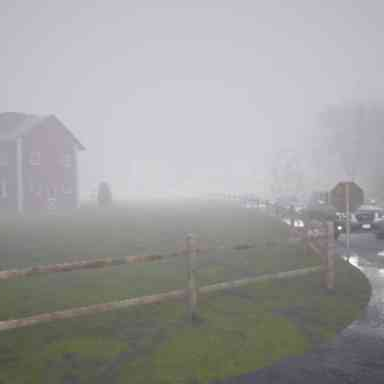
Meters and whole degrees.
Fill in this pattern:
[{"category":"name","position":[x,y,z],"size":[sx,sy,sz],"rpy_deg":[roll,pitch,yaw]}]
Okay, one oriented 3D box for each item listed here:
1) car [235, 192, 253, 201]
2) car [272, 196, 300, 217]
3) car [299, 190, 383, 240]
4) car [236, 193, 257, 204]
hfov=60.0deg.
[{"category":"car","position":[9.139,0.775,58.352],"size":[1.994,1.385,4.181],"rpy_deg":[-1,1,-8]},{"category":"car","position":[7.618,1.067,26.161],"size":[2.128,1.511,4.902],"rpy_deg":[-1,1,2]},{"category":"car","position":[6.892,0.920,15.432],"size":[2.150,2.045,5.566],"rpy_deg":[-1,1,5]},{"category":"car","position":[7.543,0.890,44.981],"size":[1.837,1.490,4.892],"rpy_deg":[-1,0,-3]}]
